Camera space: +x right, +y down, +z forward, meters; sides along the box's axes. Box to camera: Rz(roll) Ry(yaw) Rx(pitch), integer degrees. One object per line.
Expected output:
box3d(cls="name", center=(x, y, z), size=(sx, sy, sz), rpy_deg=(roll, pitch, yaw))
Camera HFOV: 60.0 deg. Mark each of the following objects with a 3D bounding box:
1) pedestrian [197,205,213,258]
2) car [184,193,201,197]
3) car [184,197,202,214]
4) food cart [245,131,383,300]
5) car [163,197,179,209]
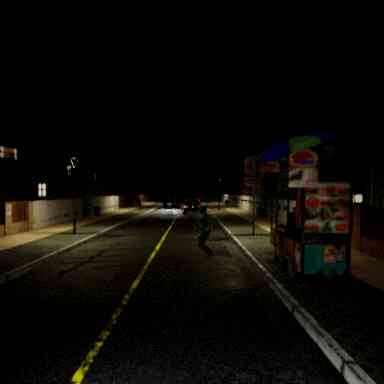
box3d(cls="pedestrian", center=(0.440, 1.277, 11.009), size=(0.375, 1.860, 0.375), rpy_deg=(-1, 1, -2))
box3d(cls="car", center=(0.084, 1.161, 44.635), size=(2.150, 2.045, 5.566), rpy_deg=(0, 0, 0))
box3d(cls="car", center=(0.093, 1.497, 34.636), size=(2.033, 1.411, 5.357), rpy_deg=(0, 0, 0))
box3d(cls="food cart", center=(3.048, 0.451, 9.411), size=(2.280, 3.560, 4.660), rpy_deg=(1, 1, 0))
box3d(cls="car", center=(-2.846, 1.429, 45.019), size=(2.128, 1.511, 4.902), rpy_deg=(0, 0, 0))
